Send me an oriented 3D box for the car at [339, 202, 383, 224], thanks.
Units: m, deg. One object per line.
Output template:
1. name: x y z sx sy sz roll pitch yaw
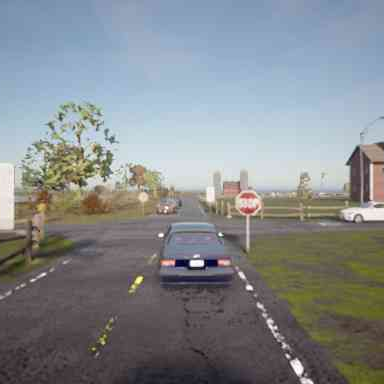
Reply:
1. car: 12.965 1.432 23.741 4.674 1.442 1.812 -1 0 -1

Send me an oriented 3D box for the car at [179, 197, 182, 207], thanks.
1. car: -2.882 1.776 48.073 1.812 1.442 4.674 0 0 1

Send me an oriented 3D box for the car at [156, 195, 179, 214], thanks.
1. car: -2.880 1.550 38.024 2.097 1.767 4.553 0 0 0

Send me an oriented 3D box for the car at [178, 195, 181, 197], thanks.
1. car: -2.880 1.526 58.374 2.150 2.045 5.566 0 0 0

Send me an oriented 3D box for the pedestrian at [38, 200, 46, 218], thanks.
1. pedestrian: -12.182 1.556 26.971 0.375 1.860 0.375 0 1 0

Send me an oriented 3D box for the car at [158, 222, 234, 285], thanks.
1. car: -0.006 1.598 9.693 2.033 1.411 5.357 0 0 -2
